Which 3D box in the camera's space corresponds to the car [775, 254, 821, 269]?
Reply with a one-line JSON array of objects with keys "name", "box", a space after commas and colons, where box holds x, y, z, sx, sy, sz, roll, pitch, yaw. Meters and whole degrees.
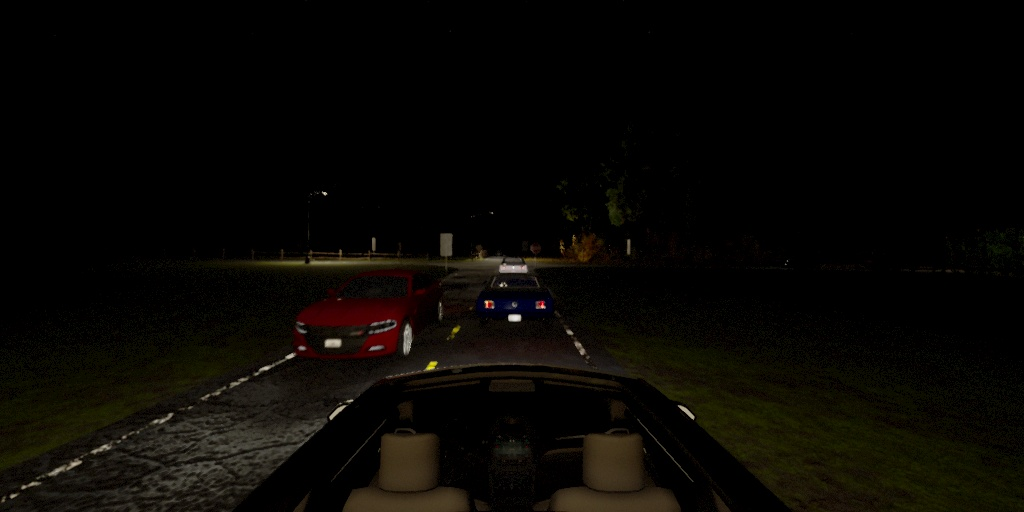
[{"name": "car", "box": [34.420, 0.590, 43.262, 4.553, 1.767, 2.097, 1, 1, 0]}]

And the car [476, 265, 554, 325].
[{"name": "car", "box": [0.095, 1.118, 10.664, 1.895, 1.301, 4.718, 0, 1, 1]}]

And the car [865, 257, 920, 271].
[{"name": "car", "box": [42.941, 0.871, 40.460, 5.008, 1.535, 1.882, 1, 1, 0]}]

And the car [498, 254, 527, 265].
[{"name": "car", "box": [0.093, 0.736, 25.499, 1.895, 1.301, 4.718, 0, 1, 0]}]

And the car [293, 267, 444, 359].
[{"name": "car", "box": [-2.850, 1.058, 8.203, 1.882, 1.535, 5.008, 0, 1, 0]}]
